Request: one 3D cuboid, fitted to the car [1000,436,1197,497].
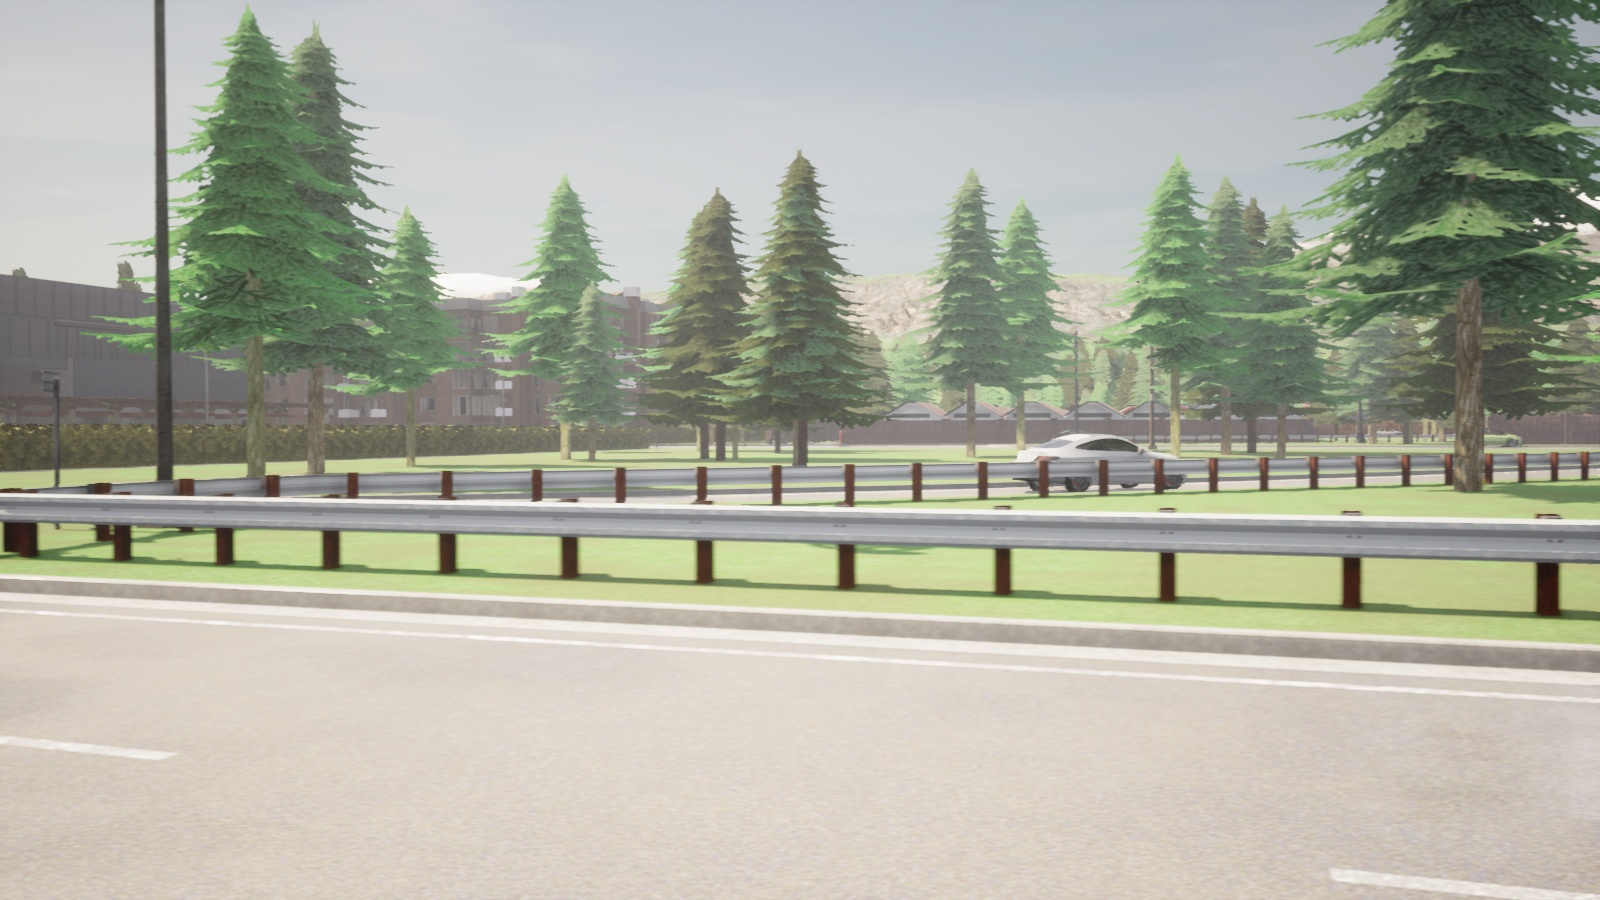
[{"bbox_3d":[7.526,0.375,31.584,4.674,1.442,1.812,0,1,-24],"label":"car"}]
